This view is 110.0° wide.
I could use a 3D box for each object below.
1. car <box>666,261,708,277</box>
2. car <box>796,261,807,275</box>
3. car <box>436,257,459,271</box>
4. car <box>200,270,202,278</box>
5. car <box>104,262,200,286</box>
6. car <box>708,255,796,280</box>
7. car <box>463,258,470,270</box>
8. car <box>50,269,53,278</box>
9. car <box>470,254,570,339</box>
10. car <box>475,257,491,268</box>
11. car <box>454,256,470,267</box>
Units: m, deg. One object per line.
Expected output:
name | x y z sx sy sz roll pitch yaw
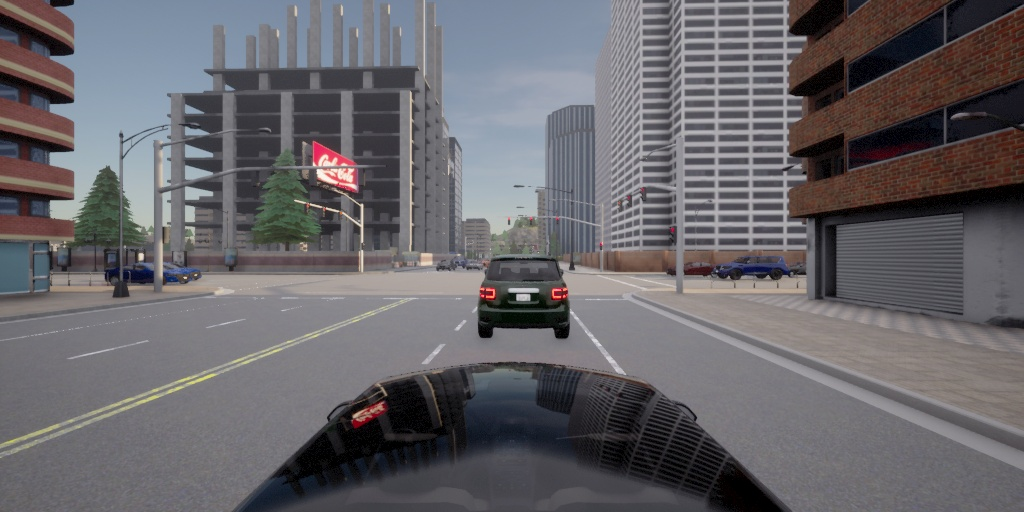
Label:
car | 17.308 1.228 34.055 5.008 1.535 1.882 0 0 2
car | 27.238 1.241 33.722 4.902 1.511 2.128 0 0 2
car | -8.883 1.255 48.507 1.837 1.490 4.892 0 0 2
car | -27.381 1.228 28.306 5.008 1.535 1.882 0 0 2
car | -24.964 1.228 24.726 5.008 1.535 1.882 0 0 2
car | 20.224 0.971 30.462 5.566 2.045 2.150 0 0 2
car | -5.279 1.351 51.143 1.895 1.301 4.718 0 0 2
car | -39.929 1.242 28.720 4.902 1.511 2.128 0 0 2
car | 0.338 0.971 10.267 2.150 2.045 5.566 0 0 2
car | -4.875 1.102 61.243 2.097 1.767 4.553 0 0 2
car | -8.501 0.971 58.355 2.150 2.045 5.566 0 0 1
